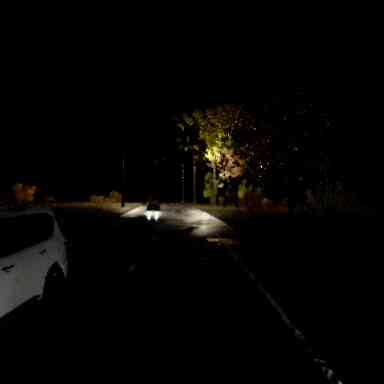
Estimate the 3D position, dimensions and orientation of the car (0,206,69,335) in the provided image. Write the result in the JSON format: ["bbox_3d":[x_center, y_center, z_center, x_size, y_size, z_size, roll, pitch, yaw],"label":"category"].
[{"bbox_3d":[-3.643,1.276,4.823,2.150,2.045,5.566,0,-1,-1],"label":"car"}]

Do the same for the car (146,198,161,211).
[{"bbox_3d":[-5.495,1.958,47.742,2.128,1.511,4.902,0,-1,-4],"label":"car"}]
